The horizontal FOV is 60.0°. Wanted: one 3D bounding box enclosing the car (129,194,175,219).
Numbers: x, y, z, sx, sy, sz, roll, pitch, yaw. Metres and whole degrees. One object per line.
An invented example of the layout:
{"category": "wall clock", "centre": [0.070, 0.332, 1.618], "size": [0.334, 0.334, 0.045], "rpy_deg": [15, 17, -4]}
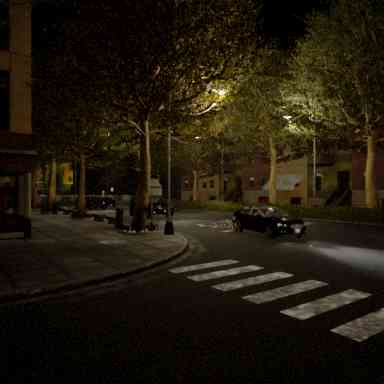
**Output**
{"category": "car", "centre": [-3.715, 1.222, 29.621], "size": [2.150, 2.045, 5.566], "rpy_deg": [0, 0, -34]}

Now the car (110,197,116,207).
{"category": "car", "centre": [-12.724, 1.505, 48.939], "size": [1.837, 1.490, 4.892], "rpy_deg": [0, 0, -34]}

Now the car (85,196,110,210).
{"category": "car", "centre": [-12.734, 1.393, 42.798], "size": [2.097, 1.767, 4.553], "rpy_deg": [0, 0, -35]}

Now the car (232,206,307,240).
{"category": "car", "centre": [3.871, 1.492, 17.345], "size": [2.128, 1.511, 4.902], "rpy_deg": [0, 0, -22]}

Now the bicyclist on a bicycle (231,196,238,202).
{"category": "bicyclist on a bicycle", "centre": [4.730, 1.300, 37.596], "size": [1.656, 1.620, 0.582], "rpy_deg": [0, 0, -35]}
